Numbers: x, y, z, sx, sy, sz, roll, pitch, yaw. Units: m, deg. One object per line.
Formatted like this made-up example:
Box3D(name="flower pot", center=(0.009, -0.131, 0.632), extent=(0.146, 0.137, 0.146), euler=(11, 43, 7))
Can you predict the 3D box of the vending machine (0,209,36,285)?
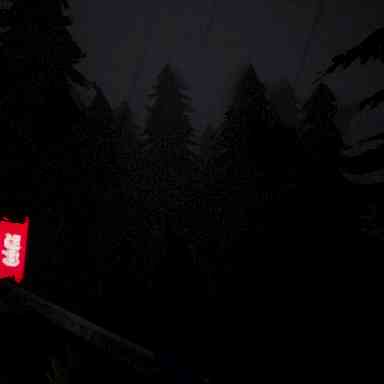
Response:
Box3D(name="vending machine", center=(-5.483, 1.616, 10.017), extent=(1.100, 2.100, 0.880), euler=(6, -2, -34))
